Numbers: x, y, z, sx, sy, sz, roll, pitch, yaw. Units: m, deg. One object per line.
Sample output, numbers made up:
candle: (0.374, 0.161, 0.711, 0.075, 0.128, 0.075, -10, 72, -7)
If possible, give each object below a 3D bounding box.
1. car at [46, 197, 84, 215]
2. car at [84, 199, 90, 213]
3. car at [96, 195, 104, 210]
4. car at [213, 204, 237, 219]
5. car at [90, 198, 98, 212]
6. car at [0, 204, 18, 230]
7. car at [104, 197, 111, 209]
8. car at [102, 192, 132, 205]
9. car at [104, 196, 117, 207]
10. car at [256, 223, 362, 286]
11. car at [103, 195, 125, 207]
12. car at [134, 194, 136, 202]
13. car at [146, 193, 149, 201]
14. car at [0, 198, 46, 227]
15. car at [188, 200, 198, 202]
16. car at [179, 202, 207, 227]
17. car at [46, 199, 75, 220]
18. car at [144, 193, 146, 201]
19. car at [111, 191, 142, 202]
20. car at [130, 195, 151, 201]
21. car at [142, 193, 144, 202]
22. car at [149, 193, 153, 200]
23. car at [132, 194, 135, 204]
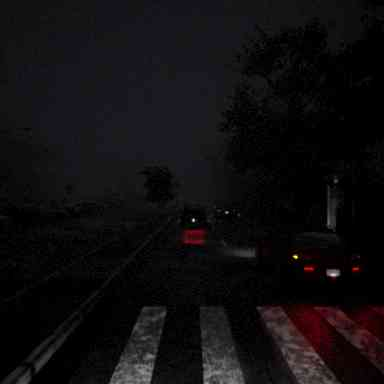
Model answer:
car: (-13.854, 1.503, 32.858, 5.566, 2.045, 2.435, -1, 0, -20)
car: (-13.849, 1.784, 35.857, 4.792, 1.488, 2.163, -1, 0, -20)
car: (-13.851, 1.618, 41.871, 4.553, 1.767, 2.185, -1, 0, -20)
car: (3.104, 1.825, 31.754, 1.994, 1.385, 4.181, 0, 0, 0)
car: (-13.823, 1.795, 38.882, 4.674, 1.452, 2.002, -1, 0, -20)
car: (-13.839, 1.736, 20.856, 4.674, 1.452, 2.002, -1, -1, -20)
car: (-13.819, 1.772, 44.882, 4.674, 1.452, 2.002, -1, 0, -20)
car: (-13.787, 1.417, 56.901, 5.566, 2.045, 2.435, -1, 0, -20)
car: (-13.807, 1.717, 47.882, 5.008, 1.535, 2.097, -1, 1, -20)
car: (3.101, 1.622, 9.595, 1.812, 1.442, 4.674, 0, -1, 0)
car: (-13.783, 1.713, 53.899, 4.792, 1.488, 2.163, -1, 0, -20)
car: (-13.976, 1.644, 62.820, 5.366, 1.575, 1.946, -1, 0, -20)
car: (-13.797, 1.631, 80.893, 4.892, 1.521, 2.231, -1, 0, -20)
car: (-13.810, 1.470, 23.878, 5.566, 2.045, 2.435, -1, -1, -20)
car: (0.105, 1.778, 41.744, 1.812, 1.442, 4.674, 0, 0, 0)
car: (0.103, 1.738, 25.238, 1.837, 1.490, 4.892, 0, -1, 0)
car: (-13.656, 1.742, 29.930, 5.366, 1.575, 1.946, -1, -1, -20)
car: (-13.825, 1.501, 77.883, 4.553, 1.767, 2.185, -1, 0, -20)
car: (-13.826, 1.378, 68.871, 5.566, 2.045, 2.435, -1, 0, -20)
car: (-13.952, 1.647, 89.831, 5.366, 1.575, 1.946, -1, 0, -20)
car: (-13.765, 1.498, 74.898, 4.553, 1.767, 2.185, -1, 0, -20)
car: (-13.812, 1.390, 86.882, 5.566, 2.045, 2.435, -1, 0, -20)
car: (-13.631, 1.649, 59.954, 5.366, 1.575, 1.946, -1, 0, -20)
